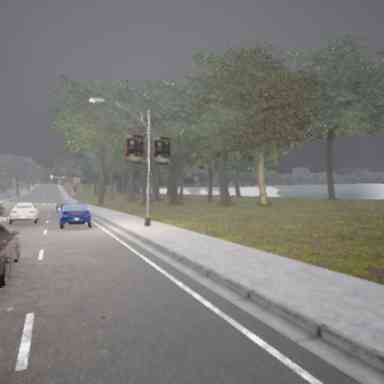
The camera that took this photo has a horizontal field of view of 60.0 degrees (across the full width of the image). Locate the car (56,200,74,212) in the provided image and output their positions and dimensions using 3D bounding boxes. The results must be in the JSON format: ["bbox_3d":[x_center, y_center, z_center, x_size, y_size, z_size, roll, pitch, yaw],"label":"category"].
[{"bbox_3d":[-15.837,1.744,41.364,1.895,1.301,4.718,1,-1,-23],"label":"car"}]

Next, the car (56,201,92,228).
[{"bbox_3d":[-7.963,1.500,22.545,1.882,1.535,5.008,1,0,-23],"label":"car"}]

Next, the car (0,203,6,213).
[{"bbox_3d":[-19.000,1.589,31.611,1.994,1.385,4.181,1,-1,-23],"label":"car"}]

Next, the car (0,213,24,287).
[{"bbox_3d":[-5.657,1.485,8.647,1.812,1.442,4.674,1,0,-23],"label":"car"}]

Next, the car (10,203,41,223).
[{"bbox_3d":[-12.512,1.537,25.029,1.812,1.442,4.674,1,-1,-23],"label":"car"}]
